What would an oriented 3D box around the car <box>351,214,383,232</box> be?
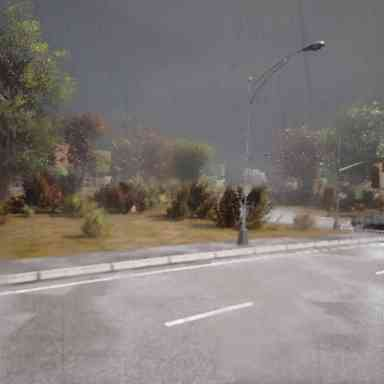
[{"bbox_3d":[15.000,2.474,26.055,2.128,1.511,4.902,4,-2,-29],"label":"car"}]
